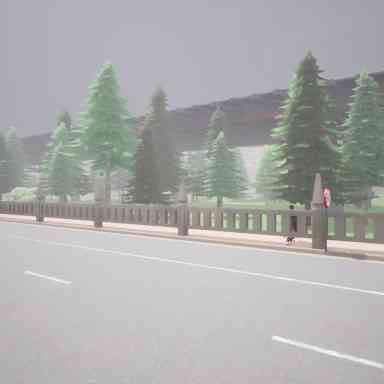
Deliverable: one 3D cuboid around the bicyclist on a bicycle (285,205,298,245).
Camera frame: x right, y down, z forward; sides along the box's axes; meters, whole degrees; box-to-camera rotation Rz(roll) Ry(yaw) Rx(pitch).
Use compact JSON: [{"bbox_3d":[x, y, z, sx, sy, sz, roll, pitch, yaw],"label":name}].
[{"bbox_3d":[4.113,1.344,13.594,0.582,1.620,1.656,0,-3,35],"label":"bicyclist on a bicycle"}]
